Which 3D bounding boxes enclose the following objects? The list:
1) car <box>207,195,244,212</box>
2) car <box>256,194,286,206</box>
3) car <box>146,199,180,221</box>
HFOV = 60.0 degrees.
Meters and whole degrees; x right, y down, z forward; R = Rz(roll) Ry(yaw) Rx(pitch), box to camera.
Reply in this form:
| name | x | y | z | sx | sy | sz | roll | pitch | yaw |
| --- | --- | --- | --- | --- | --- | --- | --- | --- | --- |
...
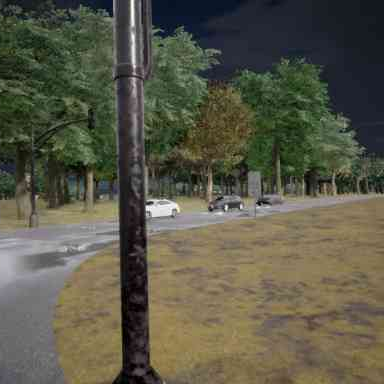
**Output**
| name | x | y | z | sx | sy | sz | roll | pitch | yaw |
| --- | --- | --- | --- | --- | --- | --- | --- | --- | --- |
| car | 3.343 | 1.087 | 32.545 | 1.837 | 1.490 | 4.892 | -3 | -1 | 37 |
| car | 9.755 | 0.970 | 40.956 | 2.033 | 1.411 | 5.357 | -3 | -1 | 37 |
| car | -2.790 | 1.268 | 24.477 | 1.812 | 1.442 | 4.674 | -3 | -1 | 37 |
